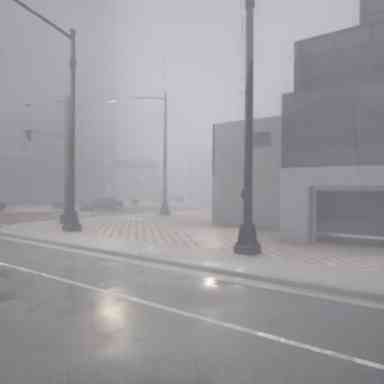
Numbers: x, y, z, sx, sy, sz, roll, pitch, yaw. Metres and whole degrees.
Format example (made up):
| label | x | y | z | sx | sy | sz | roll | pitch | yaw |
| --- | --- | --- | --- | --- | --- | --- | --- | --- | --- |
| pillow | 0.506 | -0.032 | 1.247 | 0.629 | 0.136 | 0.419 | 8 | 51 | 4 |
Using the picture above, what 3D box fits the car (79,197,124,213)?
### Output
| label | x | y | z | sx | sy | sz | roll | pitch | yaw |
| --- | --- | --- | --- | --- | --- | --- | --- | --- | --- |
| car | -9.188 | 1.273 | 34.020 | 1.837 | 1.490 | 4.892 | 1 | 1 | 36 |
